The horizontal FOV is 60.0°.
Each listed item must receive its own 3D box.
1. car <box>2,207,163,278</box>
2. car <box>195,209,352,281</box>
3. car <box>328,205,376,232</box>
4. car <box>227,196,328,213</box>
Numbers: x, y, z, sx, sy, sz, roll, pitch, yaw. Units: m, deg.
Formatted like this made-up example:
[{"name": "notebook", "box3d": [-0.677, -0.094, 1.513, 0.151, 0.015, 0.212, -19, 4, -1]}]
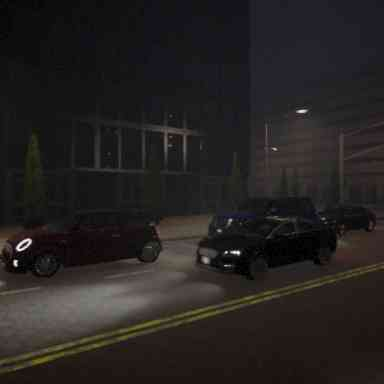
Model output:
[{"name": "car", "box3d": [-3.236, 1.348, 10.259, 4.553, 1.767, 2.097, 0, 0, -35]}, {"name": "car", "box3d": [2.359, 1.485, 9.939, 4.902, 1.511, 2.128, 0, 0, -35]}, {"name": "car", "box3d": [8.329, 1.488, 18.473, 4.892, 1.490, 1.837, 0, 0, -35]}, {"name": "car", "box3d": [3.350, 1.211, 14.860, 5.566, 2.045, 2.150, 0, 0, -36]}]
